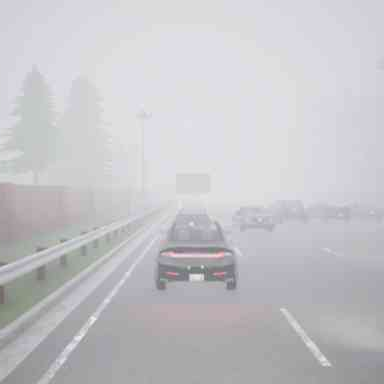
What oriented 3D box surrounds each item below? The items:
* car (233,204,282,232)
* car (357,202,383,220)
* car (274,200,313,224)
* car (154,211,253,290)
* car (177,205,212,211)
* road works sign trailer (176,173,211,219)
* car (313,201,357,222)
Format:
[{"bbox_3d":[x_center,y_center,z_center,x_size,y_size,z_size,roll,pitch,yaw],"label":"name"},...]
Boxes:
[{"bbox_3d":[3.582,1.542,20.086,2.033,1.411,5.357,0,0,0],"label":"car"},{"bbox_3d":[14.076,1.555,27.946,1.994,1.385,4.181,0,0,0],"label":"car"},{"bbox_3d":[7.077,1.344,25.117,2.097,1.767,4.553,0,0,0],"label":"car"},{"bbox_3d":[0.092,1.489,9.047,2.128,1.511,4.902,0,0,0],"label":"car"},{"bbox_3d":[0.131,1.468,19.461,1.882,1.535,5.008,0,0,3],"label":"car"},{"bbox_3d":[0.053,0.457,23.381,2.380,3.560,2.880,0,0,-2],"label":"road works sign trailer"},{"bbox_3d":[10.576,1.470,26.078,1.882,1.535,5.008,0,0,0],"label":"car"}]
